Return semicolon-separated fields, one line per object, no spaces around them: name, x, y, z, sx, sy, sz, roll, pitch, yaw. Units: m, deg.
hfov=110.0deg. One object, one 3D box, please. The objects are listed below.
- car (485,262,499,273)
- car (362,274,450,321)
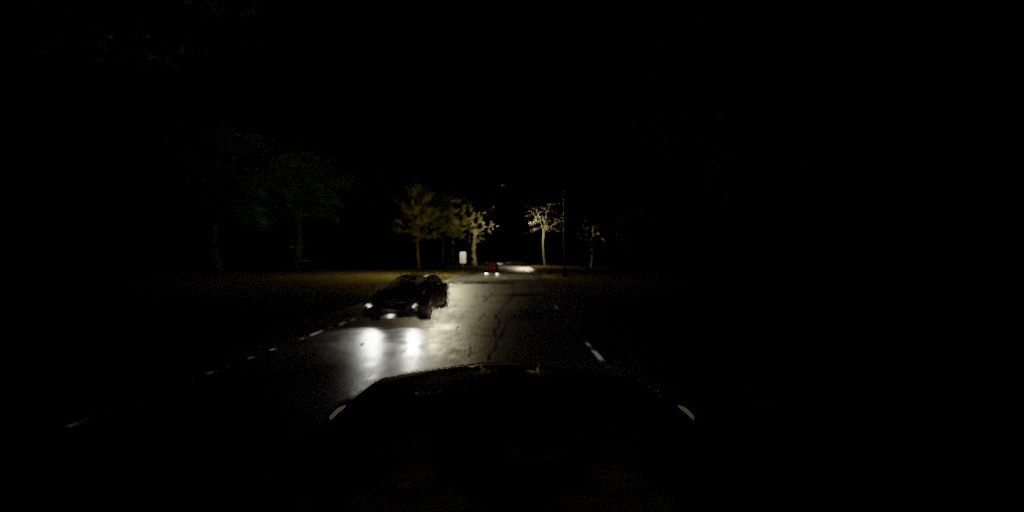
car;-2.954;1.658;53.947;1.882;1.535;5.008;0;0;1
car;-3.541;1.393;13.153;2.033;1.411;5.357;0;-1;1
